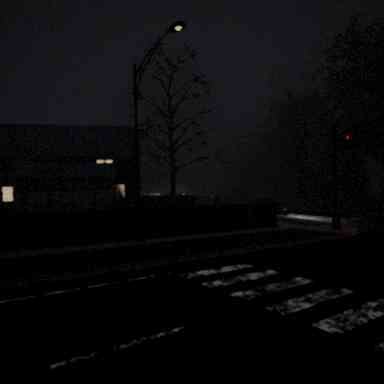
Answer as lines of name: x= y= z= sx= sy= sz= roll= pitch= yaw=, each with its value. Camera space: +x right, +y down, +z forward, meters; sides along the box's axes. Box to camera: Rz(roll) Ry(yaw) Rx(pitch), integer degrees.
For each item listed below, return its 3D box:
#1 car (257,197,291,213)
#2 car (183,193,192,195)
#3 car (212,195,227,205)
car: x=7.903 y=1.284 z=32.845 sx=2.128 sy=1.511 sz=4.902 roll=-2 pitch=1 yaw=-15
car: x=-0.840 y=0.995 z=65.985 sx=2.128 sy=1.511 sz=4.902 roll=-2 pitch=1 yaw=-15
car: x=3.785 y=1.199 z=48.300 sx=2.033 sy=1.411 sz=5.357 roll=-2 pitch=1 yaw=-15
